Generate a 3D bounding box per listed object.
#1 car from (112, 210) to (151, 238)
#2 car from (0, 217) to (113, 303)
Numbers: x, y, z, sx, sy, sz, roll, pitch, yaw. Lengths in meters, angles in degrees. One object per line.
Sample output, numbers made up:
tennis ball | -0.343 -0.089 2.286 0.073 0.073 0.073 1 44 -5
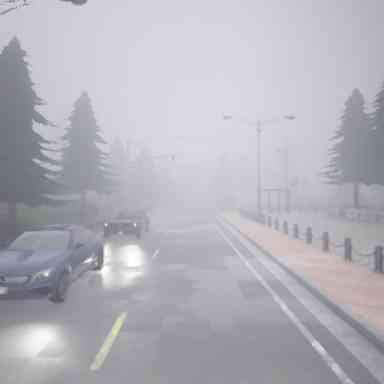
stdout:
car | -3.532 1.730 18.661 1.895 1.301 4.718 0 0 0
car | -3.558 1.585 8.501 1.812 1.442 4.674 0 0 0
